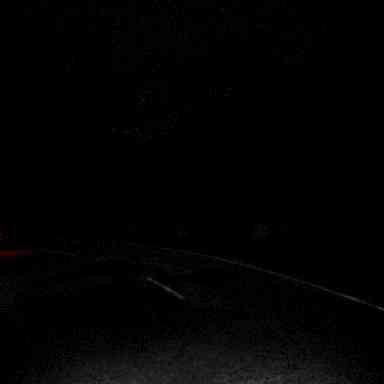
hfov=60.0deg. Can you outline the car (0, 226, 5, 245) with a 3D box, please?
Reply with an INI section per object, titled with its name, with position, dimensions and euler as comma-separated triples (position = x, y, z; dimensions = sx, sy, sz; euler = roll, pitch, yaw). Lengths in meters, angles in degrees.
[car]
position = -10.834, 1.878, 15.224
dimensions = 5.008, 1.535, 1.882
euler = -1, -2, 25
